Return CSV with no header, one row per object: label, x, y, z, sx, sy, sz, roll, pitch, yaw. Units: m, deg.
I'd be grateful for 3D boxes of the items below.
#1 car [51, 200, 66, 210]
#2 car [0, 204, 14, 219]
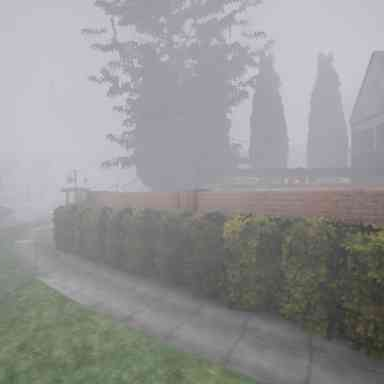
car,-21.292,2.030,54.378,1.882,1.535,5.008,0,-1,1
car,-17.946,1.739,29.783,1.882,1.535,5.008,0,-1,0
